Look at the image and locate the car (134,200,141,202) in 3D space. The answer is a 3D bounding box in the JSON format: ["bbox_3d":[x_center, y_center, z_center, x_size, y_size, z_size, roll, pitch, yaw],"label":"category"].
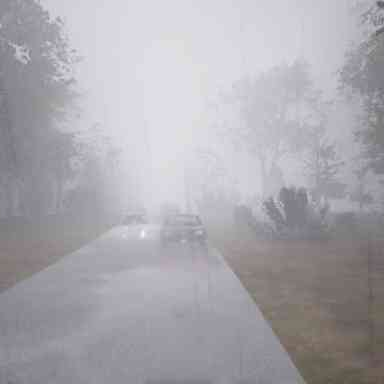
[{"bbox_3d":[-11.051,2.410,67.586,2.097,1.767,4.553,1,-2,-11],"label":"car"}]

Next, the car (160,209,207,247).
[{"bbox_3d":[-0.465,1.670,15.420,1.895,1.301,4.718,0,0,-4],"label":"car"}]

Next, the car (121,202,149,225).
[{"bbox_3d":[-4.260,1.713,25.553,2.033,1.411,5.357,0,-1,-6],"label":"car"}]

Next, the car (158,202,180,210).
[{"bbox_3d":[-2.256,1.793,33.350,1.837,1.490,4.892,0,-1,-8],"label":"car"}]
